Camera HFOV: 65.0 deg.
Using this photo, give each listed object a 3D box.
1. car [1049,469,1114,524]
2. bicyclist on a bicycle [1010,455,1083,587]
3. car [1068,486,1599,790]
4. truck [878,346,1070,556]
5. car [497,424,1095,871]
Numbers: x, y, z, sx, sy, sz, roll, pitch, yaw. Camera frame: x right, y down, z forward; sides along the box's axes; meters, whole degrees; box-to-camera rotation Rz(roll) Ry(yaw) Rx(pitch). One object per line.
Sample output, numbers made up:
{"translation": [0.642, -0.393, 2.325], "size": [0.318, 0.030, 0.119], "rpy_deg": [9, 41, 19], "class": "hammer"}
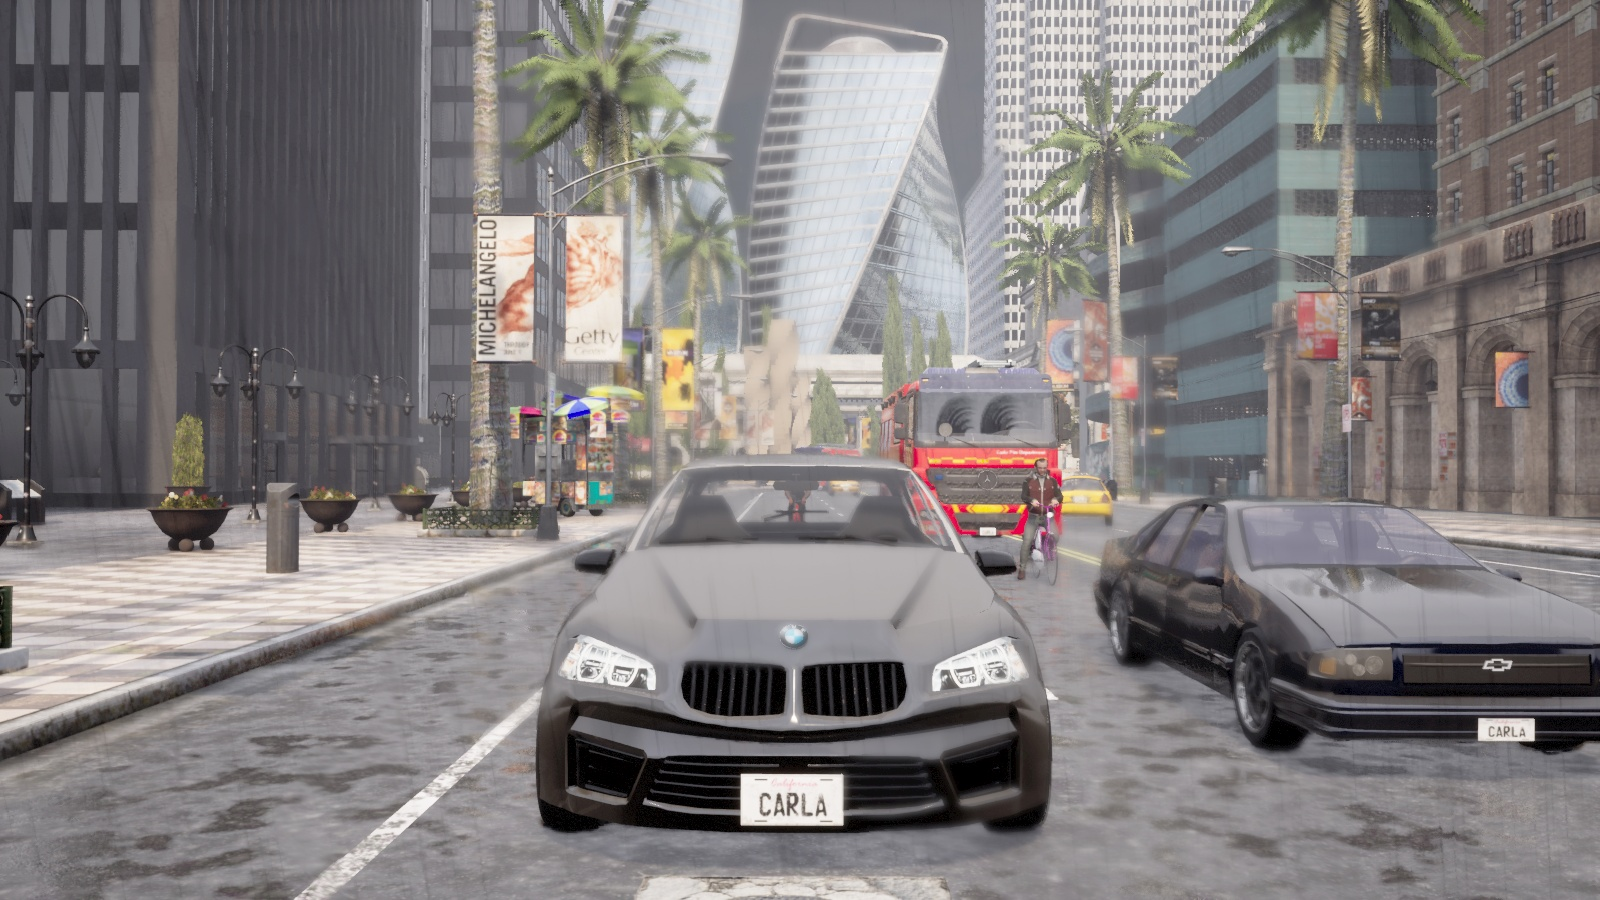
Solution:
{"translation": [8.679, 1.365, 38.576], "size": [1.801, 1.575, 5.366], "rpy_deg": [0, -1, 13], "class": "car"}
{"translation": [3.458, 0.969, 17.742], "size": [0.659, 1.776, 1.843], "rpy_deg": [0, -1, 0], "class": "bicyclist on a bicycle"}
{"translation": [3.478, 0.996, 8.825], "size": [2.033, 1.411, 5.357], "rpy_deg": [0, -1, 0], "class": "car"}
{"translation": [3.446, 0.092, 27.189], "size": [2.891, 3.827, 8.468], "rpy_deg": [0, -1, 0], "class": "truck"}
{"translation": [-0.018, 0.777, 7.026], "size": [2.242, 1.667, 4.611], "rpy_deg": [0, -1, 0], "class": "car"}
